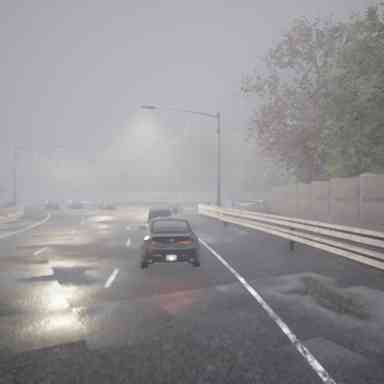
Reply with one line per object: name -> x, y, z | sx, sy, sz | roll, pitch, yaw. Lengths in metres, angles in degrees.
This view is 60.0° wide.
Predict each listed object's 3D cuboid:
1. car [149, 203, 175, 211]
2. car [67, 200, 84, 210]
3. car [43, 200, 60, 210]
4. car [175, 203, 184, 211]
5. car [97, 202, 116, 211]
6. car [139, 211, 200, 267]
car -> -2.711, 1.843, 28.601 | 1.882, 1.535, 5.008 | 0, -1, -5
car -> -19.965, 2.123, 56.780 | 2.097, 1.767, 4.553 | 0, -1, -30
car -> -24.072, 2.136, 56.785 | 2.097, 1.767, 4.553 | 0, -1, -32
car -> -2.388, 2.052, 41.746 | 1.812, 1.442, 4.674 | -1, -1, 11
car -> -13.617, 2.248, 52.780 | 2.033, 1.411, 5.357 | 0, -1, -29
car -> -0.835, 1.660, 12.028 | 1.837, 1.490, 4.892 | 0, 0, -6
